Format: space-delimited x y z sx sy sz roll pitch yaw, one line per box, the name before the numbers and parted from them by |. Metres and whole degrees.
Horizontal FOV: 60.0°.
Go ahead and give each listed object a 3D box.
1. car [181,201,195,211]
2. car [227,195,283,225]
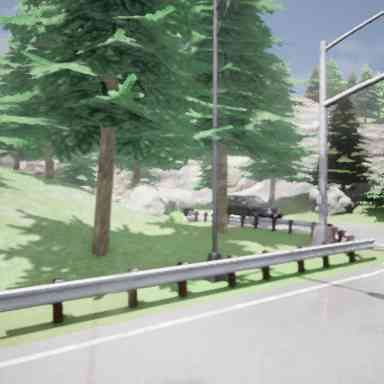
car | -1.450 1.585 33.117 1.994 1.385 4.181 0 0 -34
car | 4.137 1.257 24.838 2.150 2.045 5.566 0 0 -34
